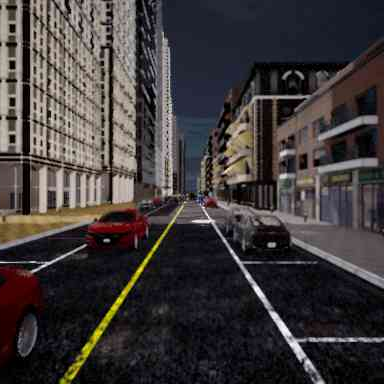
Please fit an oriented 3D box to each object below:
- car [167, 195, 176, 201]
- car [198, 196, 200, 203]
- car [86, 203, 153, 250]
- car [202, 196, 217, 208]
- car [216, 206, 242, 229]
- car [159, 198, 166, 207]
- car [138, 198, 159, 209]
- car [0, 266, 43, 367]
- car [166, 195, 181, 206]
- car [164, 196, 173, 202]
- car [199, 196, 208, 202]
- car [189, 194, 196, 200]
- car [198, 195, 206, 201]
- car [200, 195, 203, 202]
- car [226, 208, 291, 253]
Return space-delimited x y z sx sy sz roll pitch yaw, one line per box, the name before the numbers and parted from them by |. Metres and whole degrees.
car | -5.664 1.629 92.499 2.008 1.369 4.403 0 0 0
car | 2.380 1.527 70.614 1.882 1.535 5.008 0 0 0
car | -3.081 1.483 14.542 1.882 1.535 5.008 0 0 0
car | 2.704 1.608 47.309 1.802 1.307 4.206 0 0 0
car | 2.697 1.559 19.065 2.008 1.369 4.403 0 0 0
car | -5.674 1.576 52.960 1.887 1.381 4.507 0 0 0
car | -5.677 1.573 41.662 2.008 1.369 4.403 0 0 0
car | -3.093 1.527 3.170 1.812 1.442 4.674 0 0 0
car | -3.038 1.540 57.471 1.837 1.490 4.892 0 0 1
car | -5.667 1.628 81.202 1.947 1.339 4.313 0 0 0
car | 2.714 1.628 81.200 1.947 1.339 4.313 0 0 0
car | 0.025 1.414 89.548 2.128 1.511 4.902 0 0 0
car | 2.717 1.629 92.497 2.008 1.369 4.403 0 0 0
car | 2.706 1.472 52.957 1.967 1.590 4.097 0 0 0
car | 2.695 1.556 13.417 2.008 1.369 4.403 0 0 0
